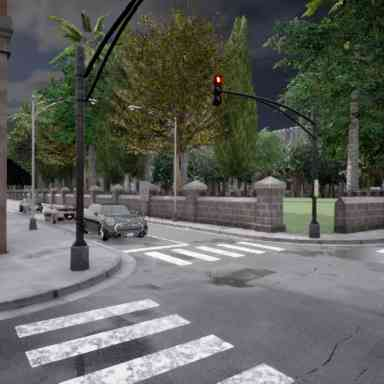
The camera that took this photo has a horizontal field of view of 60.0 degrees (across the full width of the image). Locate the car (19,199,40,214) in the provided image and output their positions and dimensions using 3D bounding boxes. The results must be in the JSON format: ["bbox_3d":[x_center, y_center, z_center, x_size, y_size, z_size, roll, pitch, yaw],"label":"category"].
[{"bbox_3d":[-17.270,1.479,35.614,2.128,1.511,4.902,0,0,-35],"label":"car"}]

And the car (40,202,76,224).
[{"bbox_3d":[-9.745,1.555,24.978,1.994,1.385,4.181,0,0,-35],"label":"car"}]

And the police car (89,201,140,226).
[{"bbox_3d":[-5.910,1.509,24.925,2.038,1.542,4.974,0,0,-35],"label":"police car"}]

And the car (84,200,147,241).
[{"bbox_3d":[-4.060,1.345,16.913,2.097,1.767,4.553,0,0,-34],"label":"car"}]
